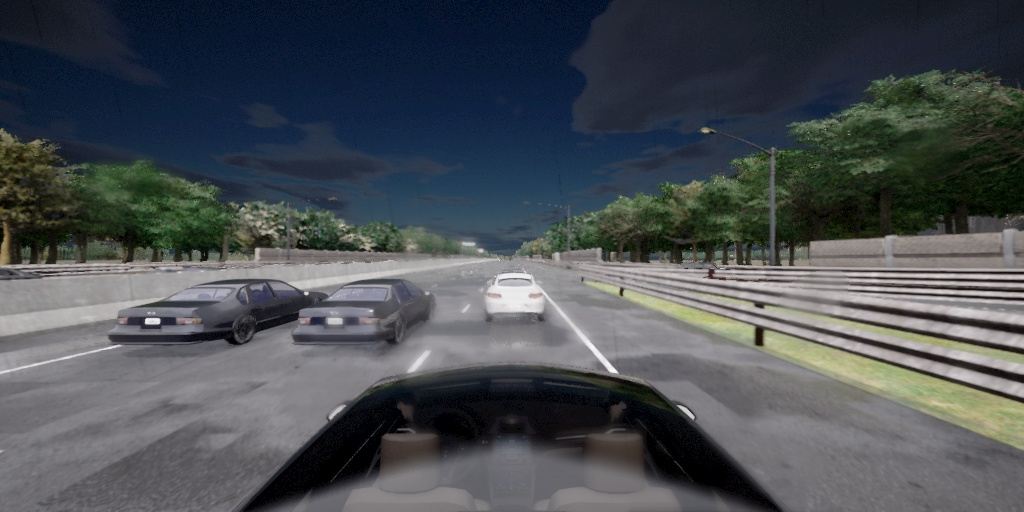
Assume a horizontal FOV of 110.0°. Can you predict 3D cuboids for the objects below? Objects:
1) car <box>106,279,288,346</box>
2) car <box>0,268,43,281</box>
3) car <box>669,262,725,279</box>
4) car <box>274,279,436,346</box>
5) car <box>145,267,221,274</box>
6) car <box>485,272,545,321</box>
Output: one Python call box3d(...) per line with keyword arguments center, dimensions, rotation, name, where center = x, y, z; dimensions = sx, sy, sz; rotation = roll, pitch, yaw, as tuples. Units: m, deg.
box3d(center=(-6.900, 1.301, 9.391), dimensions=(2.033, 1.411, 5.357), rotation=(0, 0, 0), name="car")
box3d(center=(-24.586, 1.266, 16.039), dimensions=(1.837, 1.490, 4.892), rotation=(0, 0, 0), name="car")
box3d(center=(13.551, 1.266, 27.211), dimensions=(2.097, 1.767, 4.553), rotation=(0, 0, -23), name="car")
box3d(center=(-3.400, 1.302, 9.397), dimensions=(2.033, 1.411, 5.357), rotation=(0, 0, 0), name="car")
box3d(center=(-17.570, 1.332, 20.036), dimensions=(1.994, 1.385, 4.181), rotation=(0, 0, 0), name="car")
box3d(center=(0.100, 1.283, 12.375), dimensions=(1.812, 1.442, 4.674), rotation=(0, 0, 0), name="car")
